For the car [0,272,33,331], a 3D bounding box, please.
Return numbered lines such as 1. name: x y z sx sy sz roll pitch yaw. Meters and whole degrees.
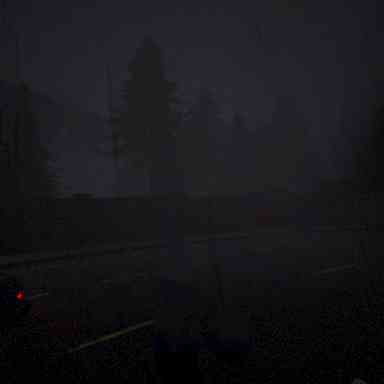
1. car: -4.940 1.765 4.084 2.033 1.411 5.357 -2 -2 38
